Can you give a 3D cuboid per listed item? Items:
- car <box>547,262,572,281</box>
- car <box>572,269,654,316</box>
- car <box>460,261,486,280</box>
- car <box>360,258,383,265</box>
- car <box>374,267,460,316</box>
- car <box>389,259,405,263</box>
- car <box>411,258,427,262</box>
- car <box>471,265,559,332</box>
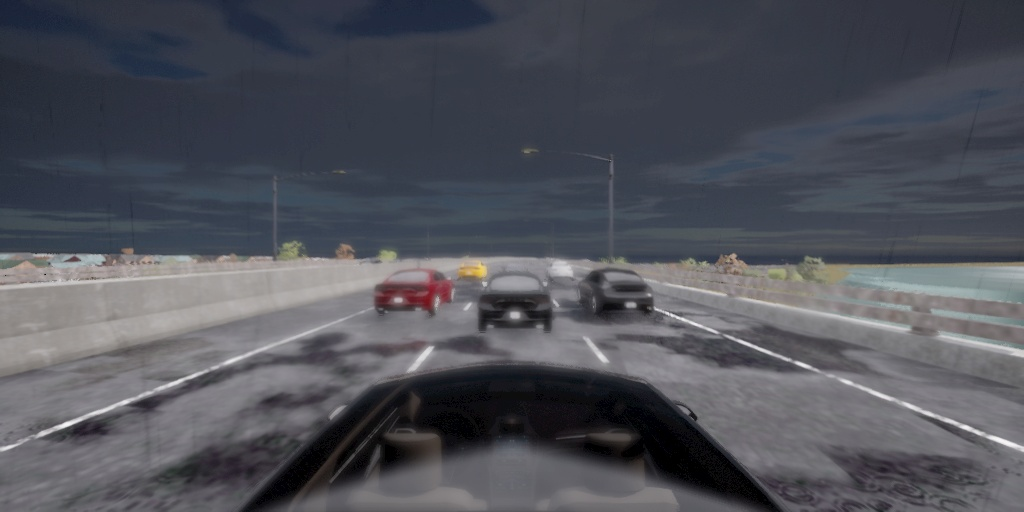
[{"bbox_3d":[3.806,1.187,28.937,1.812,1.442,4.674,0,0,1],"label":"car"},{"bbox_3d":[3.620,1.211,13.197,1.837,1.490,4.892,0,1,1],"label":"car"},{"bbox_3d":[-3.180,1.135,29.554,1.882,1.535,5.008,0,0,1],"label":"car"},{"bbox_3d":[-20.319,1.104,52.065,2.128,1.511,4.902,0,0,2],"label":"car"},{"bbox_3d":[-3.380,1.181,13.246,1.882,1.535,5.008,0,0,1],"label":"car"},{"bbox_3d":[-16.799,1.176,52.609,1.994,1.385,4.181,0,0,2],"label":"car"},{"bbox_3d":[-13.329,1.119,51.823,1.837,1.490,4.892,0,0,2],"label":"car"},{"bbox_3d":[0.089,1.191,10.705,1.882,1.535,5.008,0,0,0],"label":"car"}]
